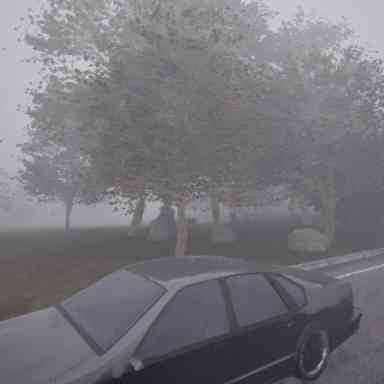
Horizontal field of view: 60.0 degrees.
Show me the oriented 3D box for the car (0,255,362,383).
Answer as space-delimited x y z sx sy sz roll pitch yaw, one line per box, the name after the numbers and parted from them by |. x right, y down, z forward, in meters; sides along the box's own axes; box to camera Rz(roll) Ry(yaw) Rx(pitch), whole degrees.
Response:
-0.145 1.548 3.889 5.357 1.411 2.033 0 0 -35 | car
